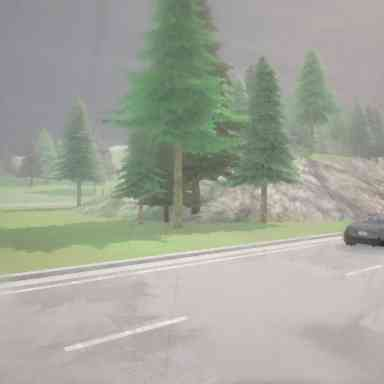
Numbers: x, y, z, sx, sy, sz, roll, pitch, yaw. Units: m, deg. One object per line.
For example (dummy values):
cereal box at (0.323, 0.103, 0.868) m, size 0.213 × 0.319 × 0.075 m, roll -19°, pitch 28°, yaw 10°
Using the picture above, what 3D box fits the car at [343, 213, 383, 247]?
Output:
car at (8.269, 1.573, 14.066) m, size 4.181 × 1.385 × 1.994 m, roll 0°, pitch 0°, yaw -35°
